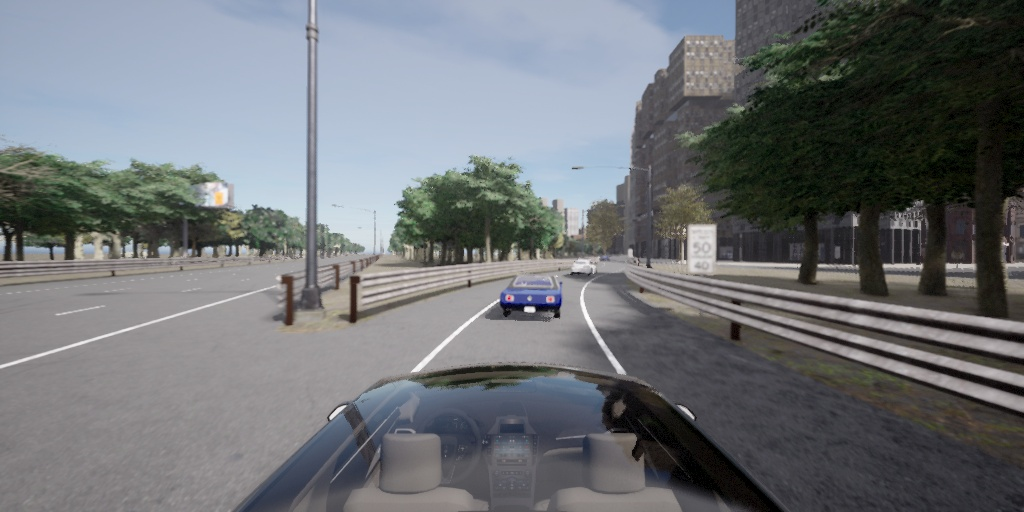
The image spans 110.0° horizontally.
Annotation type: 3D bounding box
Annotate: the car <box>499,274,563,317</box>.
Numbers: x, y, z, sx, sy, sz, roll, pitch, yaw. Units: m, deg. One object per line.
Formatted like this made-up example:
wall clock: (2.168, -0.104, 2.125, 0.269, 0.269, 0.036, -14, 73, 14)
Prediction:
car: (0.866, 1.281, 12.820, 1.895, 1.301, 4.718, 0, 0, 9)

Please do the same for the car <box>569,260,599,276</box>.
car: (6.803, 1.082, 33.904, 1.812, 1.442, 4.674, 0, 0, 23)
